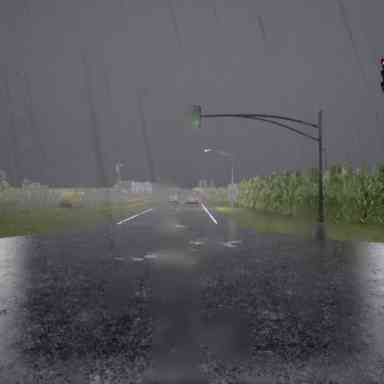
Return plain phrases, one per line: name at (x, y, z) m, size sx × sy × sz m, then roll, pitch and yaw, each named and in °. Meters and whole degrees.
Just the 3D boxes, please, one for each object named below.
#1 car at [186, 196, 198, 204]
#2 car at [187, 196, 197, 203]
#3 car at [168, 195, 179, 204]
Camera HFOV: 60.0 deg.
car at (-0.003, 1.493, 59.382) m, size 1.994 × 1.385 × 4.181 m, roll 0°, pitch 0°, yaw 0°
car at (-0.003, 1.464, 69.431) m, size 1.994 × 1.385 × 4.181 m, roll 0°, pitch 0°, yaw 0°
car at (-3.502, 1.422, 63.604) m, size 1.837 × 1.490 × 4.892 m, roll 0°, pitch 0°, yaw 0°
